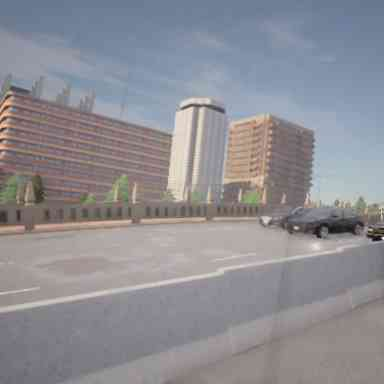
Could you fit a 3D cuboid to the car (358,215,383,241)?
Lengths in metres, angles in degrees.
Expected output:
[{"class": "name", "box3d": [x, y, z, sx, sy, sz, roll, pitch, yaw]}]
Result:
[{"class": "car", "box3d": [10.341, 1.653, 15.574, 5.357, 1.411, 2.033, 2, -1, -35]}]

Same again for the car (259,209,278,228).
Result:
[{"class": "car", "box3d": [6.452, 1.602, 21.397, 4.902, 1.511, 2.128, 2, -1, -35]}]

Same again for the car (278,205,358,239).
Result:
[{"class": "car", "box3d": [7.128, 1.539, 17.596, 5.008, 1.535, 1.882, 2, -1, -35]}]
